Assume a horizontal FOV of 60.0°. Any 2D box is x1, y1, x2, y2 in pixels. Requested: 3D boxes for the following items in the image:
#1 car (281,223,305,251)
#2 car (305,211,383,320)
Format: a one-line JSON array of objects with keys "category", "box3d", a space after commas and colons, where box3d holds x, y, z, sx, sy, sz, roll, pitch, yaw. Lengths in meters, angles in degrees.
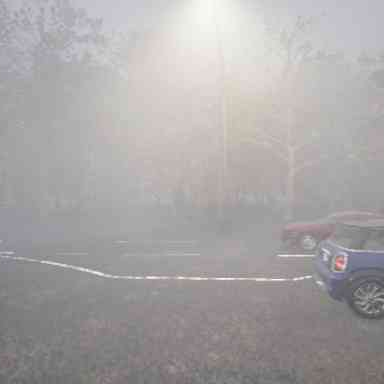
[{"category": "car", "box3d": [6.165, 1.536, 13.381, 5.008, 1.535, 1.882, -1, -1, 9]}, {"category": "car", "box3d": [4.838, 1.312, 6.496, 4.553, 1.767, 2.097, -1, -1, 9]}]
